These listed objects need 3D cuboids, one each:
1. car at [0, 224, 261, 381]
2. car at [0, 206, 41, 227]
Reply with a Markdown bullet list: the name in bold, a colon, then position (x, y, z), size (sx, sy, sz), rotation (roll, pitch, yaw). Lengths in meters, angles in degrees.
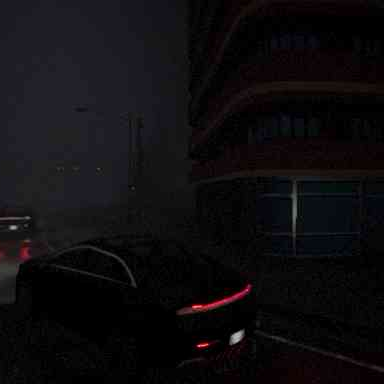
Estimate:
- **car**: position (-1.251, 1.492, 5.560), size (4.902, 1.511, 2.128), rotation (0, 0, 42)
- **car**: position (-9.519, 1.491, 18.282), size (2.128, 1.511, 4.902), rotation (0, 0, -22)
